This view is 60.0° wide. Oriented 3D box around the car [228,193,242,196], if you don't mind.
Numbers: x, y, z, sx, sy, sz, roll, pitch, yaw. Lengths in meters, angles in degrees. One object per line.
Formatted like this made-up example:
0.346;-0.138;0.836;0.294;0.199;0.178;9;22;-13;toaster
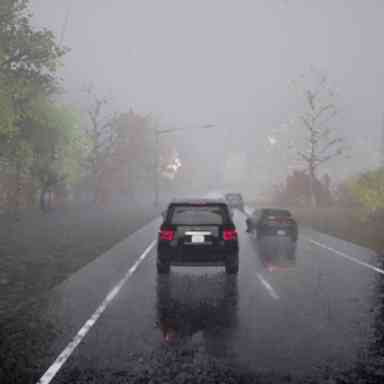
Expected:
4.291;1.104;35.678;2.150;2.045;5.566;0;0;2;car

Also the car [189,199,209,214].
0.749;1.488;34.603;1.895;1.301;4.718;0;0;2;car

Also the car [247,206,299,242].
3.749;1.450;16.194;1.837;1.490;4.892;0;0;1;car

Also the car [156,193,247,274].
0.167;1.188;10.528;2.150;2.045;5.566;0;0;1;car
